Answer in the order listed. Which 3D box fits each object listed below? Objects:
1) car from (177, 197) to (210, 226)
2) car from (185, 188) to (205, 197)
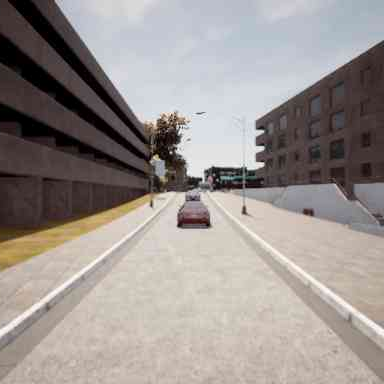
[{"bbox_3d":[0.104,1.263,20.943,1.994,1.385,4.181,0,2,0],"label":"car"},{"bbox_3d":[0.107,0.526,38.872,2.033,1.411,5.357,0,3,0],"label":"car"}]
